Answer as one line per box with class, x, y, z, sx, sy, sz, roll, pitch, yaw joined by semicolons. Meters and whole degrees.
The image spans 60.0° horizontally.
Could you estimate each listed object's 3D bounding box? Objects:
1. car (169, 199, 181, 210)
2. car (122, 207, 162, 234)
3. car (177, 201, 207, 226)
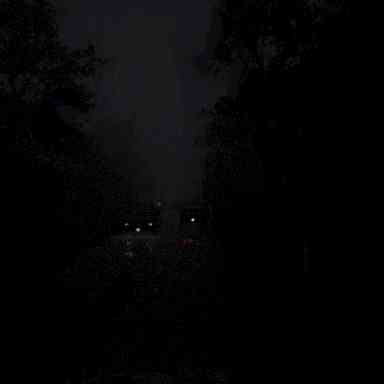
car;-3.056;2.228;62.212;2.150;2.045;5.566;0;-2;0
car;-2.881;1.661;20.455;2.033;1.411;5.357;0;0;0
car;0.054;1.671;24.836;1.837;1.490;4.892;0;-1;0
